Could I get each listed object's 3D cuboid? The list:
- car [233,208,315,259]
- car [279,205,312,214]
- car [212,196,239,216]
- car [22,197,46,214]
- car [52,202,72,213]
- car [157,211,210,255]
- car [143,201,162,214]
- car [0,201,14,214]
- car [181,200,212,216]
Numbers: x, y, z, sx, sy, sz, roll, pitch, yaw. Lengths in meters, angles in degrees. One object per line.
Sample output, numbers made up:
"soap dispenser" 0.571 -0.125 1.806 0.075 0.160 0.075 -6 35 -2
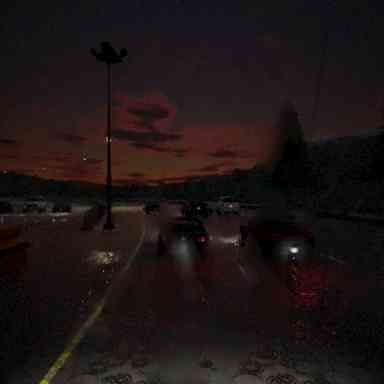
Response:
"car" 3.094 1.600 13.003 1.837 1.490 4.892 0 0 -4
"car" 8.317 1.800 28.615 1.895 1.301 4.718 0 0 -9
"car" 3.394 1.495 36.349 2.150 2.045 5.566 0 0 -12
"car" -19.988 1.601 42.331 2.150 2.045 5.566 0 0 -16
"car" -16.232 1.930 41.773 1.994 1.385 4.181 0 0 -15
"car" -0.453 1.710 13.874 1.895 1.301 4.718 0 0 -5
"car" -4.806 1.852 40.578 1.812 1.442 4.674 0 0 -14
"car" -23.105 1.878 40.395 1.837 1.490 4.892 0 0 -15
"car" 0.198 1.614 33.990 2.097 1.767 4.553 0 0 -11
